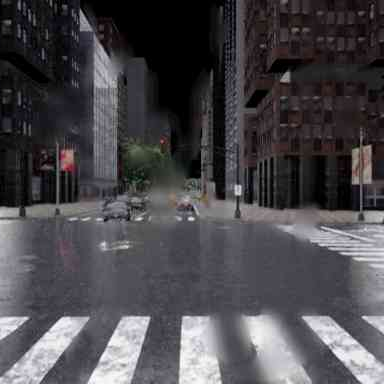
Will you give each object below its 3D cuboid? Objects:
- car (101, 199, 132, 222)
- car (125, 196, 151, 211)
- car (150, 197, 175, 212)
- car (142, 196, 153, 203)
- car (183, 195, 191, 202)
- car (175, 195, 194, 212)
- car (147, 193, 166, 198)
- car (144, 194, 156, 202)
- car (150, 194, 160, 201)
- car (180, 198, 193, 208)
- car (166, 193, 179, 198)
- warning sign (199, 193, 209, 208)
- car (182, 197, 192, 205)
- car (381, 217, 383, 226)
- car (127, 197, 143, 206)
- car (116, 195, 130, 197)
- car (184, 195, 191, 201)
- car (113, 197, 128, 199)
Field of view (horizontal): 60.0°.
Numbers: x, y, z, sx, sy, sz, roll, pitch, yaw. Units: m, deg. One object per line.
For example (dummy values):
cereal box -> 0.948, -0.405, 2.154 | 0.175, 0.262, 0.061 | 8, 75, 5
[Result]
car -> -5.738, 1.460, 25.325 | 1.837, 1.490, 4.892 | 0, -1, -12
car -> -6.589, 1.538, 40.306 | 2.033, 1.411, 5.357 | 0, 0, 0
car -> -3.357, 1.587, 38.266 | 1.895, 1.301, 4.718 | 0, 0, -1
car -> -9.550, 1.632, 71.606 | 1.802, 1.307, 4.206 | 0, 0, -1
car -> -1.128, 1.516, 82.527 | 1.967, 1.590, 4.097 | 0, 0, -1
car -> -0.720, 1.428, 39.129 | 1.967, 1.590, 4.097 | 0, 0, -1
car -> -6.758, 1.257, 63.765 | 2.150, 2.045, 5.566 | 0, 0, 0
car -> -9.602, 1.378, 77.032 | 2.192, 1.841, 5.009 | 0, 0, -1
car -> -9.704, 1.404, 87.884 | 2.192, 1.841, 5.009 | 0, 0, -1
car -> -0.822, 1.589, 49.978 | 1.802, 1.307, 4.206 | 0, 0, -1
car -> -3.725, 1.516, 66.197 | 1.882, 1.535, 5.008 | 0, 0, 0
warning sign -> 1.556, 1.110, 42.821 | 1.300, 1.860, 1.060 | 0, 0, -1
car -> -0.924, 1.572, 60.828 | 1.887, 1.381, 4.507 | 0, 0, -1
car -> 14.739, 1.714, 21.130 | 4.902, 1.511, 2.128 | 1, 0, 0
car -> -9.396, 1.542, 55.159 | 1.752, 1.417, 4.829 | 0, 0, -1
car -> -9.297, 1.312, 44.478 | 2.192, 1.841, 5.009 | 0, 0, -1
car -> -1.178, 1.529, 87.952 | 1.967, 1.590, 4.097 | 0, 0, -1
car -> -9.245, 1.554, 39.051 | 1.947, 1.339, 4.313 | 0, 0, -1
